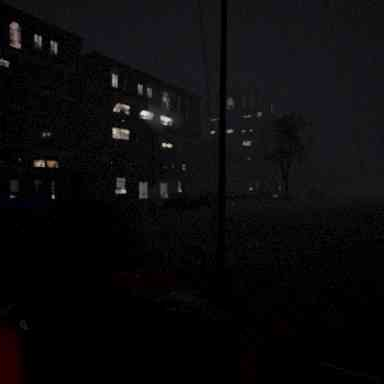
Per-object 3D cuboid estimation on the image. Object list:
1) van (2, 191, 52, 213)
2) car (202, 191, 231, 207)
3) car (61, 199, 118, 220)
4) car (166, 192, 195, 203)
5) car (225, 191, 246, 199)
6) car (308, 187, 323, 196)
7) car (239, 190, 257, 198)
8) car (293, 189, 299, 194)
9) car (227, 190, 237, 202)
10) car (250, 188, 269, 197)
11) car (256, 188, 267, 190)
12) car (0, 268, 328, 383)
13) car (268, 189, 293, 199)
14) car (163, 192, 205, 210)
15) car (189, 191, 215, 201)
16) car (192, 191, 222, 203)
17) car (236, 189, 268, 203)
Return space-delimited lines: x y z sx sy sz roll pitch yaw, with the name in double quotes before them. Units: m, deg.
"van" -14.238 0.841 28.965 1.690 1.788 3.998 2 2 35
"car" 2.166 0.912 37.923 2.008 1.369 4.403 2 2 35
"car" -7.356 1.192 24.197 1.947 1.339 4.313 2 2 35
"car" -1.545 0.713 47.275 1.947 1.339 4.313 2 2 35
"car" 7.977 0.451 61.003 1.947 1.339 4.313 2 2 35
"car" 28.284 -0.137 76.108 2.150 2.045 5.566 1 1 35
"car" 11.054 0.326 65.437 1.752 1.417 4.829 2 2 35
"car" 27.020 -0.088 88.457 1.887 1.381 4.507 2 2 35
"car" 6.442 0.494 48.748 2.097 1.767 4.553 1 1 35
"car" 14.329 0.027 70.147 2.192 1.841 5.009 2 2 35
"car" 12.449 0.468 57.485 2.128 1.511 4.902 1 1 35
"car" -0.969 1.525 3.557 4.507 1.381 1.887 0 1 36
"car" 14.960 0.534 56.366 1.752 1.417 4.829 2 2 35
"car" -1.008 0.994 33.347 1.887 1.381 4.507 2 2 35
"car" 1.629 0.610 51.850 2.008 1.369 4.403 2 2 35
"car" 2.252 0.633 48.168 2.128 1.511 4.902 1 1 35
"car" 8.514 0.736 47.075 2.008 1.369 4.403 2 2 35
